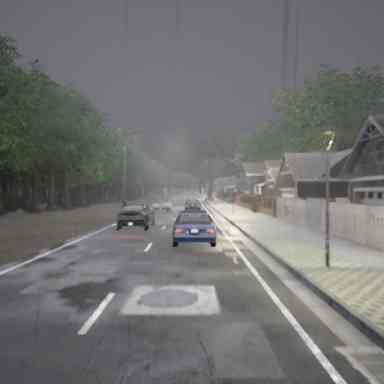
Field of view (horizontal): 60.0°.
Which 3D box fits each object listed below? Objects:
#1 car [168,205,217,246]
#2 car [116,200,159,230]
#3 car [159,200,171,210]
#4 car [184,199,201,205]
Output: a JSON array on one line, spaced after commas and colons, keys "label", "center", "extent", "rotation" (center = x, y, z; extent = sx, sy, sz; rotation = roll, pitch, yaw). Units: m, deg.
[{"label": "car", "center": [0.098, 1.525, 15.178], "extent": [2.033, 1.411, 5.357], "rotation": [0, 0, 0]}, {"label": "car", "center": [-3.406, 1.473, 20.794], "extent": [1.837, 1.490, 4.892], "rotation": [0, 1, 0]}, {"label": "car", "center": [-3.412, 1.523, 38.543], "extent": [1.895, 1.301, 4.718], "rotation": [0, 0, 0]}, {"label": "car", "center": [0.088, 1.471, 38.038], "extent": [2.033, 1.411, 5.357], "rotation": [0, 0, 0]}]
